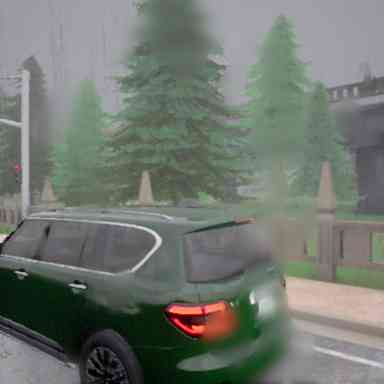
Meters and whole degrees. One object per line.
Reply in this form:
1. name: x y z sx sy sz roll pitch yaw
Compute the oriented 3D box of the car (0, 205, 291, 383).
1. car: -1.408 1.215 4.903 5.566 2.045 2.150 0 0 37
